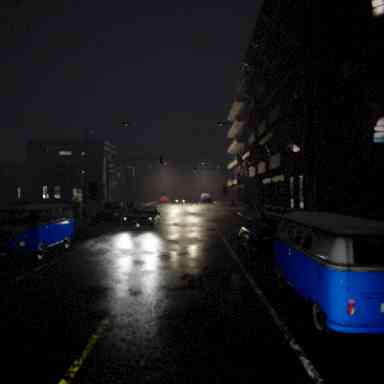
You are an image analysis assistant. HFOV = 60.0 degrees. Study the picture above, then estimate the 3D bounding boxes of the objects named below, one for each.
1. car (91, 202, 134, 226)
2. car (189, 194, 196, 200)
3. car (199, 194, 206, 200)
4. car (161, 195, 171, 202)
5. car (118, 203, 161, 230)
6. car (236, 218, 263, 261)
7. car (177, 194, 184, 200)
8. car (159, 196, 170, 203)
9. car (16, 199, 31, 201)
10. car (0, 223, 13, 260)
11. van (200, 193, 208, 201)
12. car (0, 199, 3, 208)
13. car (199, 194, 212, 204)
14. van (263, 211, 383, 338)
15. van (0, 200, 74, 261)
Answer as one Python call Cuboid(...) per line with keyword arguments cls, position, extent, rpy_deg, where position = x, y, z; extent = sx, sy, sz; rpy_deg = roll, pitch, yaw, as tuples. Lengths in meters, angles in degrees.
Cuboid(cls="car", position=(-5.637, 1.425, 23.285), extent=(1.967, 1.590, 4.097), rpy_deg=(1, 0, 0))
Cuboid(cls="car", position=(0.029, 1.406, 90.517), extent=(2.033, 1.411, 5.357), rpy_deg=(0, 0, 0))
Cuboid(cls="car", position=(2.731, 1.403, 89.520), extent=(1.752, 1.417, 4.829), rpy_deg=(1, 0, 0))
Cuboid(cls="car", position=(-5.655, 1.458, 72.575), extent=(1.887, 1.381, 4.507), rpy_deg=(1, 0, 0))
Cuboid(cls="car", position=(-3.076, 1.588, 21.079), extent=(1.895, 1.301, 4.718), rpy_deg=(0, 0, 0))
Cuboid(cls="car", position=(2.705, 1.560, 12.023), extent=(1.947, 1.339, 4.313), rpy_deg=(1, 0, 0))
Cuboid(cls="car", position=(-2.973, 1.363, 86.163), extent=(1.882, 1.535, 5.008), rpy_deg=(0, 0, 0))
Cuboid(cls="car", position=(-5.658, 1.506, 66.994), extent=(1.802, 1.307, 4.206), rpy_deg=(1, 0, 0))
Cuboid(cls="car", position=(-25.183, 1.696, 49.326), extent=(4.313, 1.339, 1.947), rpy_deg=(0, -1, 1))
Cuboid(cls="car", position=(-5.643, 1.542, 6.347), extent=(1.887, 1.381, 4.507), rpy_deg=(1, 0, 0))
Cuboid(cls="van", position=(2.730, 1.243, 78.189), extent=(1.690, 1.788, 3.998), rpy_deg=(1, 0, 0))
Cuboid(cls="car", position=(-30.662, 1.738, 49.402), extent=(4.206, 1.307, 1.802), rpy_deg=(0, -1, 1))
Cuboid(cls="car", position=(2.722, 1.485, 61.448), extent=(2.008, 1.369, 4.403), rpy_deg=(1, 0, 0))
Cuboid(cls="van", position=(2.707, 1.339, 6.377), extent=(1.690, 1.788, 3.998), rpy_deg=(1, 0, 0))
Cuboid(cls="van", position=(-5.639, 1.335, 11.993), extent=(1.690, 1.788, 3.998), rpy_deg=(1, 0, 0))
